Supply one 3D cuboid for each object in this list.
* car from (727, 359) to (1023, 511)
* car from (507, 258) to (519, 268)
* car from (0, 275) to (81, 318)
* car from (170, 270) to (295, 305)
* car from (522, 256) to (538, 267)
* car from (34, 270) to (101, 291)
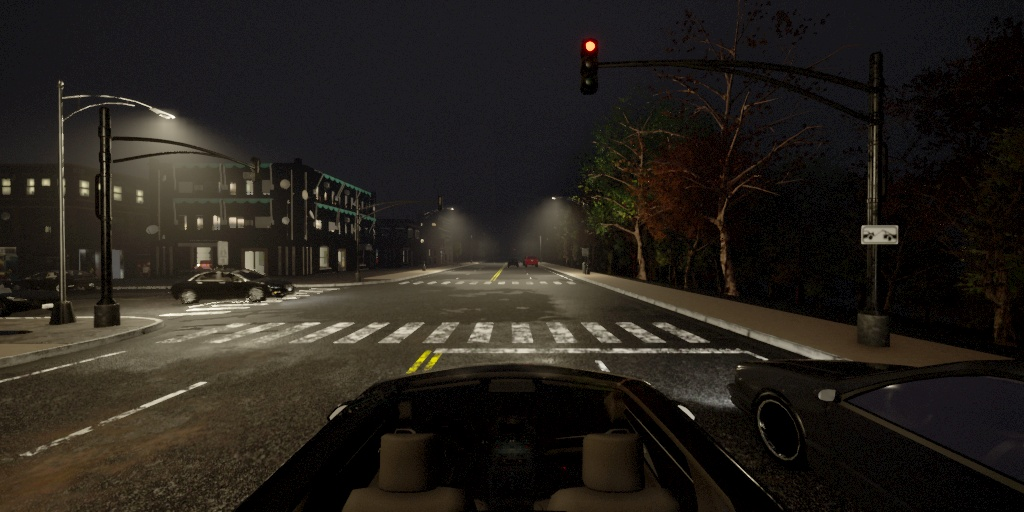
[{"bbox_3d":[3.326,1.297,1.736,2.033,1.411,5.357,0,0,3],"label":"car"},{"bbox_3d":[0.182,1.230,62.412,1.837,1.490,4.892,0,-1,0],"label":"car"},{"bbox_3d":[-19.933,1.565,13.723,4.313,1.339,1.948,0,0,0],"label":"car"},{"bbox_3d":[-12.835,1.375,16.652,4.892,1.490,1.837,-1,1,-3],"label":"car"},{"bbox_3d":[3.428,0.948,63.942,2.150,2.045,5.566,0,0,0],"label":"car"},{"bbox_3d":[-28.254,1.560,22.247,4.403,1.370,2.007,0,0,0],"label":"car"}]
